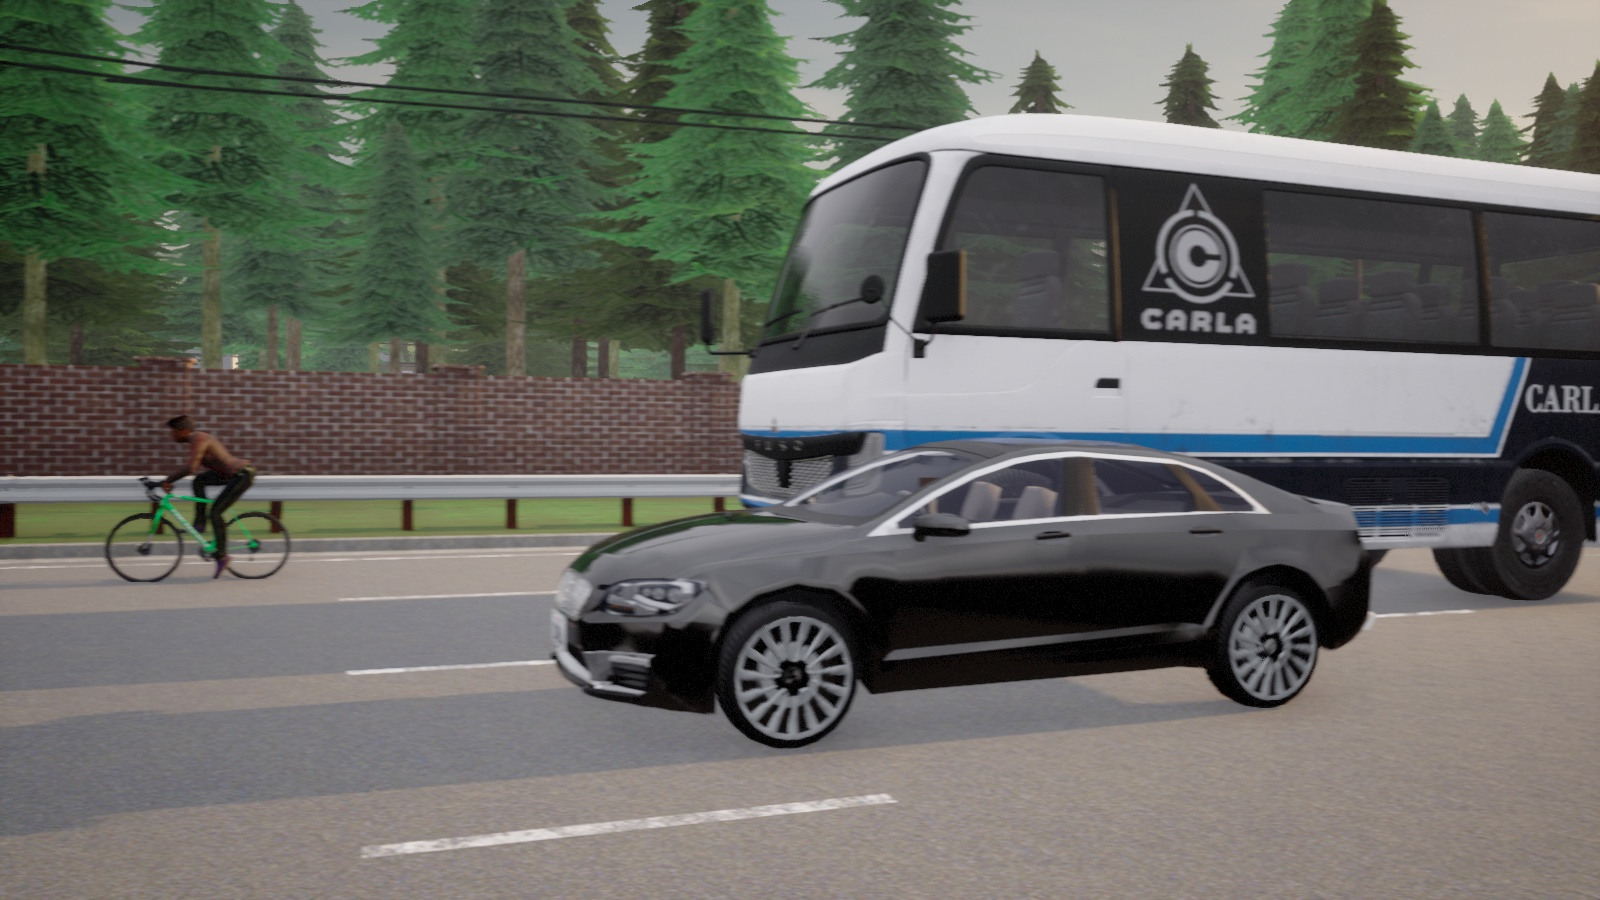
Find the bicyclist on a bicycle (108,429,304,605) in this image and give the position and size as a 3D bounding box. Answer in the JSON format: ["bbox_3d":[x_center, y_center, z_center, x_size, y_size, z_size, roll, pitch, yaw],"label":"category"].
[{"bbox_3d":[-5.763,0.614,12.281,1.656,1.620,0.582,-1,1,-21],"label":"bicyclist on a bicycle"}]

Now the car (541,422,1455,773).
[{"bbox_3d":[1.127,0.622,7.410,4.902,1.511,2.128,-1,1,-21],"label":"car"}]

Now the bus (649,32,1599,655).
[{"bbox_3d":[4.051,-0.822,12.248,10.273,4.253,3.944,-1,1,-21],"label":"bus"}]
